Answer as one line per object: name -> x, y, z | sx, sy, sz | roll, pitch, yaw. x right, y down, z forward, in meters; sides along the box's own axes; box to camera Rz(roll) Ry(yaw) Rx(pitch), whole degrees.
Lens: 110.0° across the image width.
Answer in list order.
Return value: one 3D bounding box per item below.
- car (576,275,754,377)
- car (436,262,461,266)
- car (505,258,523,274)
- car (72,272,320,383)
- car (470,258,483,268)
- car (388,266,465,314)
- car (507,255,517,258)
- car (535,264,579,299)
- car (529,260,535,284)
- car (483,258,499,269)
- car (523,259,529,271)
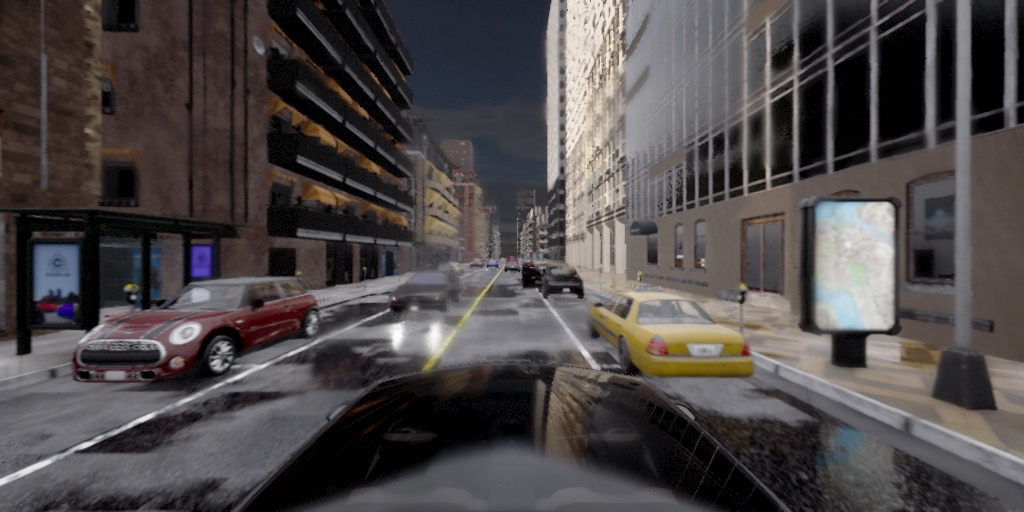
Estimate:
car -> 2.689, 1.269, 7.309 | 1.751, 1.417, 4.829 | 0, 0, 0
car -> -5.696, 1.290, 29.731 | 1.948, 1.339, 4.313 | 0, 0, 0
car -> 0.064, 1.279, 46.299 | 1.994, 1.385, 4.181 | 0, 0, 0
car -> -5.692, 1.184, 7.138 | 1.967, 1.591, 4.097 | 0, 0, 0
car -> -5.701, 1.151, 57.974 | 1.967, 1.591, 4.097 | 0, 0, 0
car -> -3.103, 1.285, 14.073 | 2.033, 1.411, 5.357 | 0, 0, 0
car -> -0.010, 0.930, 59.460 | 2.150, 2.045, 5.566 | 0, 0, 0
car -> 2.351, 1.238, 17.945 | 1.837, 1.490, 4.892 | 0, 0, 0
car -> 2.685, 1.290, 29.733 | 1.948, 1.339, 4.313 | 0, 0, 0
car -> -3.010, 1.235, 56.853 | 1.882, 1.535, 5.008 | 0, 0, 0
car -> 2.679, 1.256, 57.975 | 1.888, 1.381, 4.507 | 0, 0, 0
